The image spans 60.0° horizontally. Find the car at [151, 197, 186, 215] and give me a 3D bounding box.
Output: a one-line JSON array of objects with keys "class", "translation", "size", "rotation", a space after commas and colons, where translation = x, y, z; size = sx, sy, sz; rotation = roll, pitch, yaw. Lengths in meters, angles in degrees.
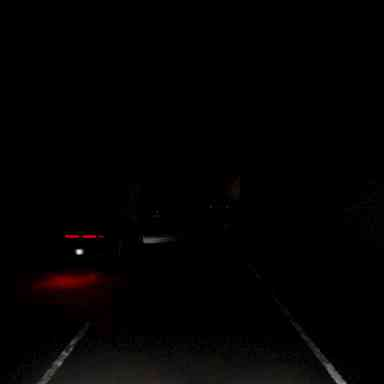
[{"class": "car", "translation": [-2.632, 1.328, 33.488], "size": [2.097, 1.767, 4.553], "rotation": [0, 0, 37]}]

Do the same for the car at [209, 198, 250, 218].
[{"class": "car", "translation": [3.455, 1.330, 29.749], "size": [2.097, 1.767, 4.553], "rotation": [0, 0, 35]}]

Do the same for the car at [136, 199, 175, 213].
[{"class": "car", "translation": [-4.030, 1.537, 37.367], "size": [1.994, 1.385, 4.181], "rotation": [0, 0, 40]}]

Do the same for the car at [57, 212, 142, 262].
[{"class": "car", "translation": [-3.113, 1.495, 12.110], "size": [1.837, 1.490, 4.892], "rotation": [0, 0, 4]}]
